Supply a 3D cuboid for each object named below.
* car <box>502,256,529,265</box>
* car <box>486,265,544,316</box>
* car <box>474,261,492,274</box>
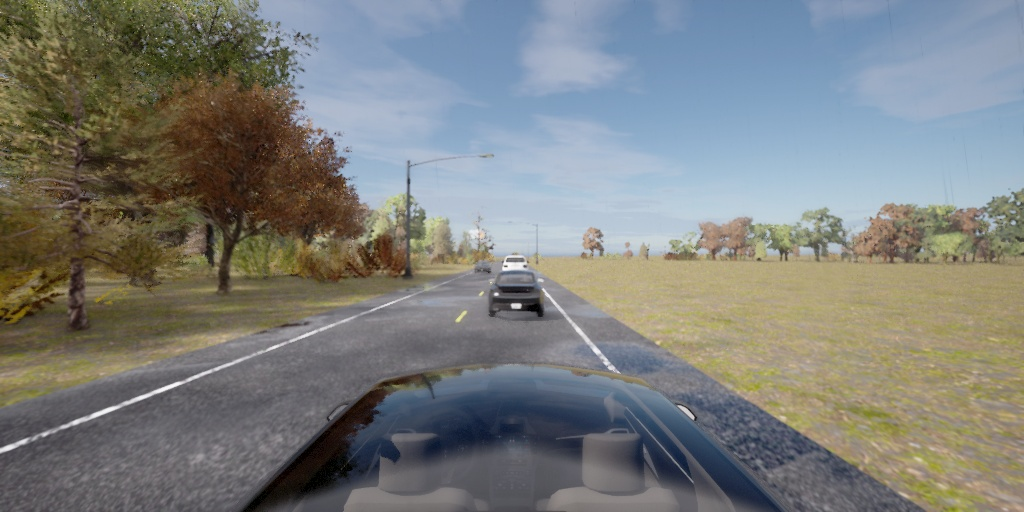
[{"bbox_3d":[0.298,1.014,32.152,2.150,2.045,5.566,0,0,0],"label":"car"},{"bbox_3d":[0.159,1.273,13.481,1.837,1.490,4.892,0,0,1],"label":"car"},{"bbox_3d":[-3.324,1.310,41.892,1.837,1.490,4.892,0,0,0],"label":"car"}]
